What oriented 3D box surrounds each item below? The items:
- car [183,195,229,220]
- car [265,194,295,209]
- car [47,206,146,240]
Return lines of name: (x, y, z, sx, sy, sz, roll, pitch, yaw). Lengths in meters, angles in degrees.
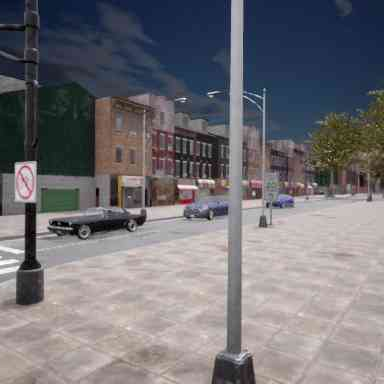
car: (1.324, 1.024, 24.401, 2.097, 1.767, 4.553, 1, 1, 36)
car: (9.557, 0.976, 35.908, 1.882, 1.535, 5.008, 1, 1, 36)
car: (-4.503, 1.408, 16.245, 1.895, 1.301, 4.718, 1, 1, 35)
